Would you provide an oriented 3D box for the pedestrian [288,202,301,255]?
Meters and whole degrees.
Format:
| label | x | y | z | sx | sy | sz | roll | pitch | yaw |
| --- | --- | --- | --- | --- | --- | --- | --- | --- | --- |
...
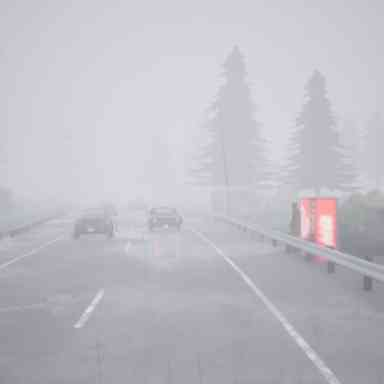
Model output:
| label | x | y | z | sx | sy | sz | roll | pitch | yaw |
| --- | --- | --- | --- | --- | --- | --- | --- | --- | --- |
| pedestrian | 3.743 | 1.273 | 11.942 | 0.375 | 1.860 | 0.375 | 0 | 0 | -6 |

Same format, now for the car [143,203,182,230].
| label | x | y | z | sx | sy | sz | roll | pitch | yaw |
| --- | --- | --- | --- | --- | --- | --- | --- | --- | --- |
| car | -1.875 | 1.618 | 20.972 | 1.895 | 1.301 | 4.718 | 0 | 0 | -10 |

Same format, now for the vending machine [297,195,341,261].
| label | x | y | z | sx | sy | sz | roll | pitch | yaw |
| --- | --- | --- | --- | --- | --- | --- | --- | --- | --- |
| vending machine | 4.269 | 1.174 | 11.251 | 1.100 | 2.100 | 0.880 | 0 | 0 | -6 |

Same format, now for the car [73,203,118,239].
| label | x | y | z | sx | sy | sz | roll | pitch | yaw |
| --- | --- | --- | --- | --- | --- | --- | --- | --- | --- |
| car | -4.932 | 1.526 | 17.342 | 1.812 | 1.442 | 4.674 | 0 | 0 | -9 |

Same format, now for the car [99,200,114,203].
| label | x | y | z | sx | sy | sz | roll | pitch | yaw |
| --- | --- | --- | --- | --- | --- | --- | --- | --- | --- |
| car | -8.737 | 1.523 | 33.964 | 1.812 | 1.442 | 4.674 | 0 | 0 | -17 |

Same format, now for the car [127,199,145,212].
| label | x | y | z | sx | sy | sz | roll | pitch | yaw |
| --- | --- | --- | --- | --- | --- | --- | --- | --- | --- |
| car | -6.418 | 1.527 | 38.611 | 1.812 | 1.442 | 4.674 | 0 | 0 | -18 |
